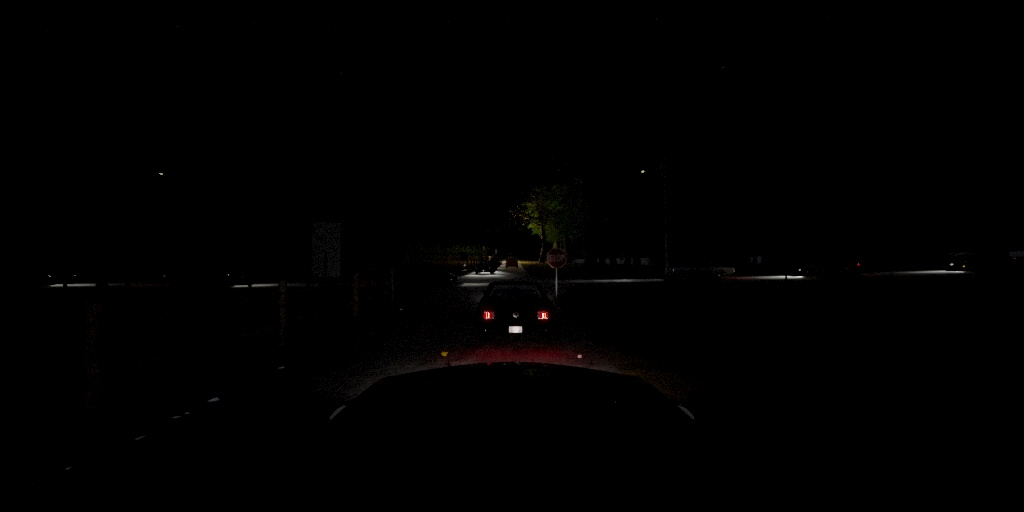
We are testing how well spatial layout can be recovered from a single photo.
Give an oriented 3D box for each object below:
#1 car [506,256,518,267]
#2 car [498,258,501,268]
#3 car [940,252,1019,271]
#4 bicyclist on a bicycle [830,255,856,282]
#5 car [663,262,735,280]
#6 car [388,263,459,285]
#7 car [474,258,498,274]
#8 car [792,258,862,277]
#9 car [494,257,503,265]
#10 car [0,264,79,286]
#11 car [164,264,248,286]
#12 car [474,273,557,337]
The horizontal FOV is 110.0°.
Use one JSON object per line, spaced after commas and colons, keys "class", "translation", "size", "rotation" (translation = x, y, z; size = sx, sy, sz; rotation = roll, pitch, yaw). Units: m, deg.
{"class": "car", "translation": [-0.016, 1.042, 59.538], "size": [1.882, 1.535, 5.008], "rotation": [0, 1, 0]}
{"class": "car", "translation": [-2.925, 1.255, 49.032], "size": [1.895, 1.301, 4.718], "rotation": [0, 0, 0]}
{"class": "car", "translation": [35.836, 0.410, 27.595], "size": [4.181, 1.385, 1.994], "rotation": [-2, -1, 0]}
{"class": "bicyclist on a bicycle", "translation": [19.857, 0.746, 21.541], "size": [0.582, 1.620, 1.656], "rotation": [-1, -1, 0]}
{"class": "car", "translation": [14.196, 1.122, 27.496], "size": [4.718, 1.301, 1.895], "rotation": [-1, -1, 0]}
{"class": "car", "translation": [-5.991, 1.224, 24.440], "size": [4.674, 1.442, 1.812], "rotation": [0, -1, 0]}
{"class": "car", "translation": [-2.948, 1.234, 39.984], "size": [1.812, 1.442, 4.674], "rotation": [0, 0, 1]}
{"class": "car", "translation": [24.086, 0.828, 27.542], "size": [4.181, 1.385, 1.994], "rotation": [-2, -1, 0]}
{"class": "car", "translation": [-2.914, 1.118, 58.825], "size": [2.033, 1.411, 5.357], "rotation": [0, 1, 1]}
{"class": "car", "translation": [-33.000, 1.232, 24.322], "size": [5.357, 1.411, 2.033], "rotation": [1, -1, 0]}
{"class": "car", "translation": [-20.706, 1.261, 24.378], "size": [4.892, 1.490, 1.837], "rotation": [0, -1, 0]}
{"class": "car", "translation": [0.082, 1.352, 10.226], "size": [1.895, 1.301, 4.718], "rotation": [0, 0, 0]}
